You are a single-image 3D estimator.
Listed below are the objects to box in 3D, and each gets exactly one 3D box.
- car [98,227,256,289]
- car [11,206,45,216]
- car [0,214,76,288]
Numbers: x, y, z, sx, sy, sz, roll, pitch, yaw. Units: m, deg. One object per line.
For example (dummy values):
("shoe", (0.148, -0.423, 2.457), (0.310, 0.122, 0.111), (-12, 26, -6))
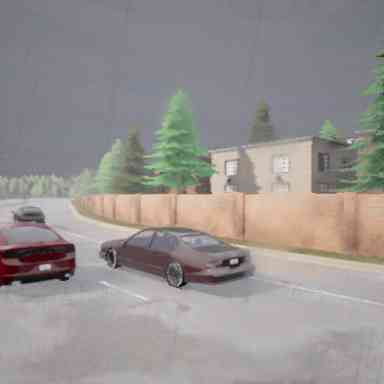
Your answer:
("car", (-0.730, 1.748, 9.894), (2.033, 1.411, 5.357), (2, -2, -44))
("car", (-12.194, 1.836, 24.807), (1.837, 1.490, 4.892), (1, -1, -32))
("car", (-5.077, 1.604, 9.541), (1.882, 1.535, 5.008), (2, -2, -43))
